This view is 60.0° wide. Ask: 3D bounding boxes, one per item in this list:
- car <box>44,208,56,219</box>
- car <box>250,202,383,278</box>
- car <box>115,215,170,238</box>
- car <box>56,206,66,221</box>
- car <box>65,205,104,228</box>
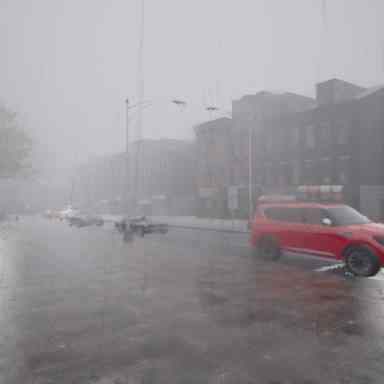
[{"bbox_3d":[-22.699,3.481,54.310,2.097,1.767,4.553,0,-2,-36],"label":"car"},{"bbox_3d":[4.427,1.381,11.178,2.150,2.045,5.566,0,-1,-36],"label":"car"},{"bbox_3d":[-3.404,2.216,22.174,1.895,1.301,4.718,0,-2,-36],"label":"car"},{"bbox_3d":[-16.574,2.896,45.719,2.150,2.045,5.566,0,-2,-35],"label":"car"},{"bbox_3d":[-10.047,2.408,31.493,2.097,1.767,4.553,0,-2,-35],"label":"car"}]
